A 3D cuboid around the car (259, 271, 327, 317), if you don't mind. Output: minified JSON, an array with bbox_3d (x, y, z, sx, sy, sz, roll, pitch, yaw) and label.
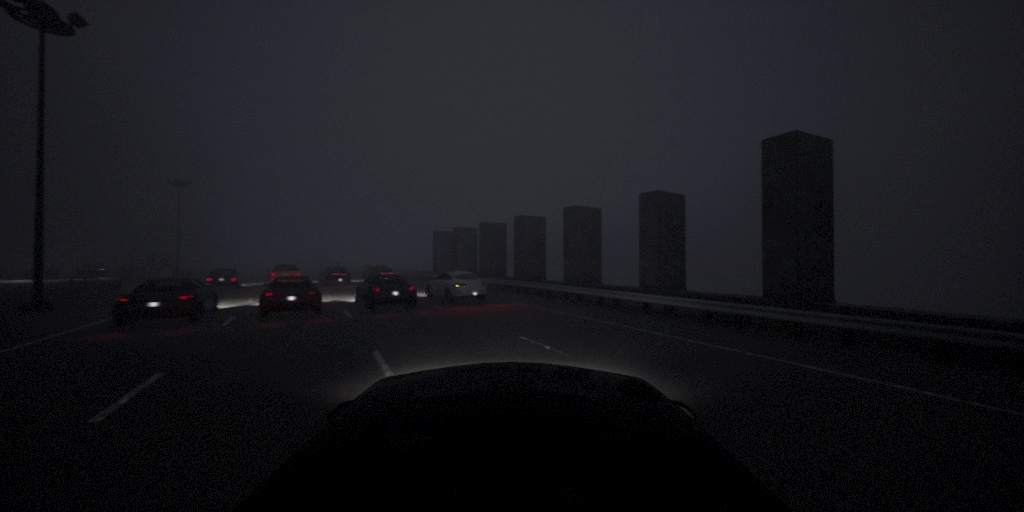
[{"bbox_3d":[-8.668,1.452,14.158,1.994,1.385,4.181,0,-1,-31],"label":"car"}]

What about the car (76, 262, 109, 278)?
[{"bbox_3d":[-46.463,1.502,39.764,2.097,1.767,4.553,1,-1,-45],"label":"car"}]

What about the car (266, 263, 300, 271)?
[{"bbox_3d":[-17.325,1.384,27.242,2.097,1.767,4.553,1,-1,-36],"label":"car"}]

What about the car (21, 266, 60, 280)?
[{"bbox_3d":[-48.720,1.717,37.100,1.895,1.301,4.718,1,-1,-44],"label":"car"}]

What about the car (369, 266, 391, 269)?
[{"bbox_3d":[-11.660,1.594,31.351,1.837,1.490,4.892,1,0,-36],"label":"car"}]

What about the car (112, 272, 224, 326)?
[{"bbox_3d":[-11.693,1.428,12.398,1.994,1.385,4.181,0,-1,-31],"label":"car"}]

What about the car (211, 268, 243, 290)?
[{"bbox_3d":[-19.647,1.546,24.492,2.033,1.411,5.357,1,-1,-36],"label":"car"}]

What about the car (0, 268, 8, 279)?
[{"bbox_3d":[-52.036,1.657,35.466,1.994,1.385,4.181,1,-1,-45],"label":"car"}]

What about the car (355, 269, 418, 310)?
[{"bbox_3d":[-5.691,1.477,16.012,1.994,1.385,4.181,0,-1,-32],"label":"car"}]

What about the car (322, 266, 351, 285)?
[{"bbox_3d":[-14.516,1.567,29.329,1.837,1.490,4.892,1,0,-36],"label":"car"}]

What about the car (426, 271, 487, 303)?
[{"bbox_3d":[-2.862,1.465,18.088,1.812,1.442,4.674,0,-1,-31],"label":"car"}]
